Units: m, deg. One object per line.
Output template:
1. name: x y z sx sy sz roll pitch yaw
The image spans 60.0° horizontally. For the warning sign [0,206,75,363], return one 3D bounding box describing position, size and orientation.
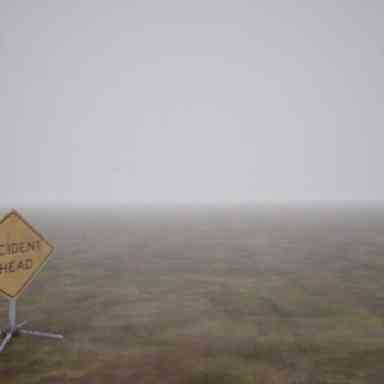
1. warning sign: -2.541 1.165 4.701 1.060 1.860 1.300 -1 0 37
